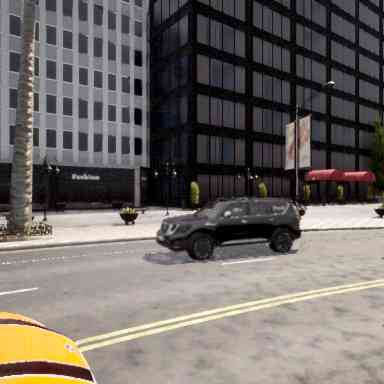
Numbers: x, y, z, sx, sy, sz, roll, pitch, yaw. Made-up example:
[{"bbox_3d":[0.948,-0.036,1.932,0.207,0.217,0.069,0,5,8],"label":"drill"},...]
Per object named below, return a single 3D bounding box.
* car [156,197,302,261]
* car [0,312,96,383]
[{"bbox_3d":[1.489,1.221,12.453,5.566,2.045,2.150,0,0,-24],"label":"car"},{"bbox_3d":[-2.745,1.355,1.668,4.553,1.767,2.097,0,0,-32],"label":"car"}]
